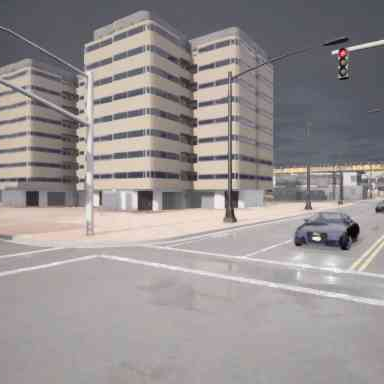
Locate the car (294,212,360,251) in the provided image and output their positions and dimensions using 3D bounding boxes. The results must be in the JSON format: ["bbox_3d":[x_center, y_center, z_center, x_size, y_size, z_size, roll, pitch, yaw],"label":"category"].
[{"bbox_3d":[5.857,1.569,14.219,1.994,1.385,4.181,0,0,35],"label":"car"}]

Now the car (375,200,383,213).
[{"bbox_3d":[20.718,1.560,35.206,1.994,1.385,4.181,0,0,35],"label":"car"}]
